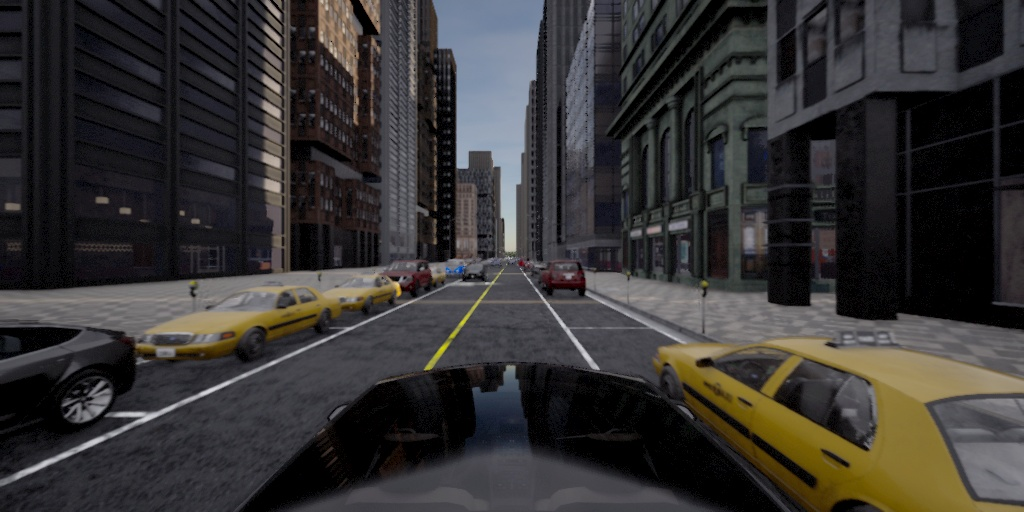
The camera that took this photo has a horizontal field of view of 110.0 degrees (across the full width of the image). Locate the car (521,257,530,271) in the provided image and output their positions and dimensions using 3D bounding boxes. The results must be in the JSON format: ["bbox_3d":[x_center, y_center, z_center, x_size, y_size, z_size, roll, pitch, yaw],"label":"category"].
[{"bbox_3d":[2.760,1.403,53.677,1.967,1.591,4.097,0,0,0],"label":"car"}]

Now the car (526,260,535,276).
[{"bbox_3d":[2.761,1.438,36.756,2.007,1.370,4.403,0,0,0],"label":"car"}]

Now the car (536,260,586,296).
[{"bbox_3d":[2.762,1.133,19.835,2.192,1.841,5.009,0,0,0],"label":"car"}]

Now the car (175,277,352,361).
[{"bbox_3d":[-5.763,1.300,8.376,1.751,1.417,4.829,0,0,0],"label":"car"}]

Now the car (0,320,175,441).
[{"bbox_3d":[-5.763,1.320,2.906,1.948,1.339,4.313,0,0,0],"label":"car"}]

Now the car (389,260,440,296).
[{"bbox_3d":[-5.764,1.132,19.828,2.192,1.841,5.009,0,0,0],"label":"car"}]

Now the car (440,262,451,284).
[{"bbox_3d":[-5.764,1.366,25.298,1.751,1.417,4.829,0,0,0],"label":"car"}]

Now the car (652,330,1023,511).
[{"bbox_3d":[2.762,1.280,3.084,1.751,1.417,4.829,0,0,0],"label":"car"}]

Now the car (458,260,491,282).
[{"bbox_3d":[-3.099,1.366,30.580,1.837,1.490,4.892,0,0,0],"label":"car"}]

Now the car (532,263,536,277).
[{"bbox_3d":[2.762,1.391,25.475,2.007,1.370,4.403,0,0,0],"label":"car"}]

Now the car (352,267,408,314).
[{"bbox_3d":[-5.763,1.321,14.017,1.751,1.417,4.829,0,0,0],"label":"car"}]

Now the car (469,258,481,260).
[{"bbox_3d":[-5.765,1.252,48.030,2.192,1.841,5.009,0,0,0],"label":"car"}]

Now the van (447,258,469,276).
[{"bbox_3d":[-5.764,1.228,36.750,1.690,1.789,3.998,0,0,0],"label":"van"}]
